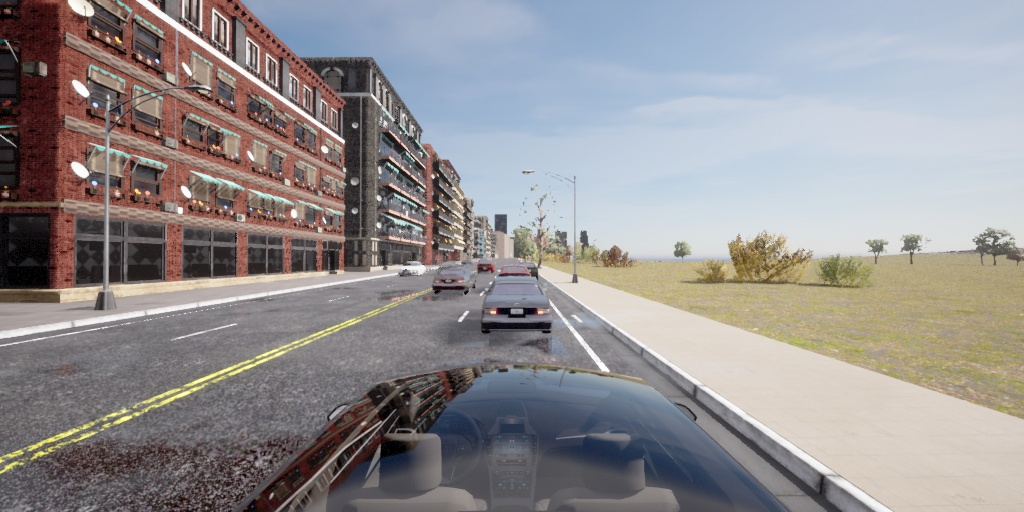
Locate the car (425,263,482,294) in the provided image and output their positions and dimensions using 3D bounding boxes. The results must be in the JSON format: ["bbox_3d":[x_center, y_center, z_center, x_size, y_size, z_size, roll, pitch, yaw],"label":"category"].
[{"bbox_3d":[-3.111,1.300,20.173,2.033,1.411,5.357,0,0,0],"label":"car"}]

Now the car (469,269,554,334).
[{"bbox_3d":[0.118,1.299,10.627,2.033,1.411,5.357,0,0,0],"label":"car"}]

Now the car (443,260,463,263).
[{"bbox_3d":[-6.511,1.279,36.995,1.812,1.442,4.674,0,0,0],"label":"car"}]

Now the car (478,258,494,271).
[{"bbox_3d":[-3.060,1.231,43.126,1.882,1.535,5.008,0,0,0],"label":"car"}]

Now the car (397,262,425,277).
[{"bbox_3d":[-9.779,1.279,35.383,1.812,1.442,4.674,0,0,0],"label":"car"}]

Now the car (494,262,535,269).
[{"bbox_3d":[0.144,1.230,21.167,1.882,1.535,5.008,0,0,0],"label":"car"}]

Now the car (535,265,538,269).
[{"bbox_3d":[1.199,1.231,30.604,1.882,1.535,5.008,0,0,0],"label":"car"}]
